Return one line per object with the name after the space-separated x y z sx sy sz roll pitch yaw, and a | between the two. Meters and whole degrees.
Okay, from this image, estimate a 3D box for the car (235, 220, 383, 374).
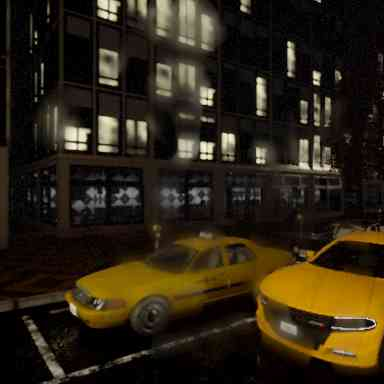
3.272 1.465 5.713 5.008 1.535 1.882 0 0 -36 | car

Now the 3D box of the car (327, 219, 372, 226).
4.871 1.530 10.030 4.403 1.369 2.008 0 0 -35 | car

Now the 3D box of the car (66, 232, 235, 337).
0.097 1.518 6.625 4.829 1.417 1.752 0 0 -35 | car
